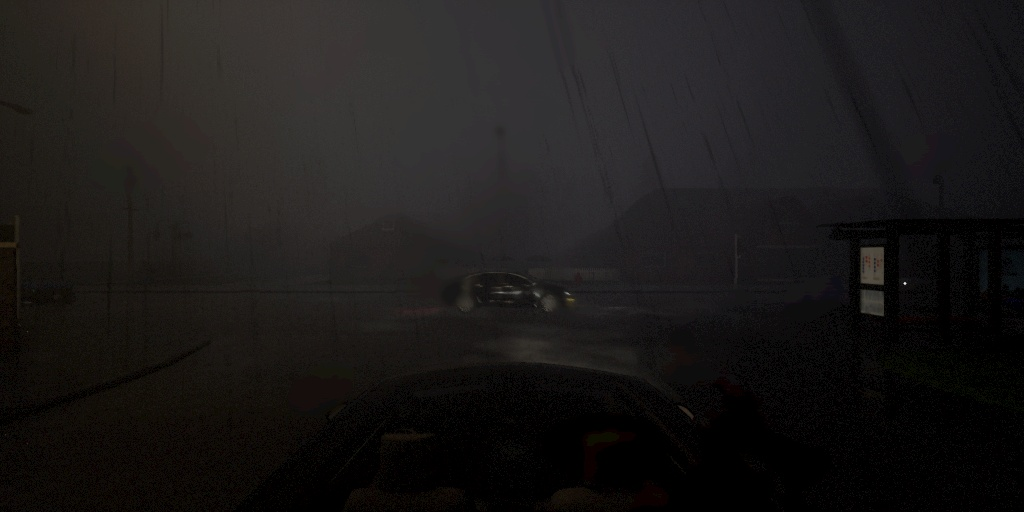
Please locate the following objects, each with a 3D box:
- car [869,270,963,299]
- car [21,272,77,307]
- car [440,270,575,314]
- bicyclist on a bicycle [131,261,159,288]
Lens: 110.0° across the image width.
[{"bbox_3d":[20.338,1.351,17.314,4.718,1.301,1.895,0,0,0],"label":"car"},{"bbox_3d":[-19.252,1.227,13.223,5.008,1.535,1.882,0,0,0],"label":"car"},{"bbox_3d":[-0.163,1.255,13.169,4.892,1.490,1.837,0,0,0],"label":"car"},{"bbox_3d":[-22.104,1.099,21.627,0.582,1.620,1.656,0,0,0],"label":"bicyclist on a bicycle"}]
